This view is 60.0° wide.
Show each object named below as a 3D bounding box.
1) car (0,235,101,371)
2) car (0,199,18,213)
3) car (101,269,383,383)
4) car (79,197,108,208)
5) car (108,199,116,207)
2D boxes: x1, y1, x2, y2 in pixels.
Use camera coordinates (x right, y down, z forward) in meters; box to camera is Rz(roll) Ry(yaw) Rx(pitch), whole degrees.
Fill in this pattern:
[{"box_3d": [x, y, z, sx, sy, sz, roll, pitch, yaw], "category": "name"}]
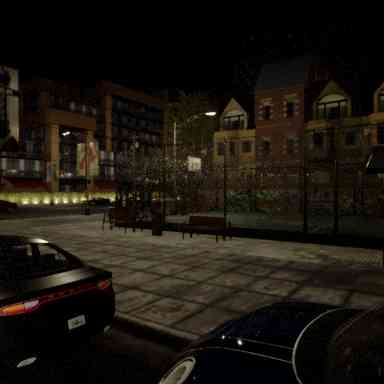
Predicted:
[{"box_3d": [-3.469, 1.480, 5.582, 5.008, 1.535, 2.097, 0, 0, 35], "category": "car"}, {"box_3d": [-20.722, 1.477, 34.359, 1.882, 1.535, 5.008, 0, 0, 35], "category": "car"}, {"box_3d": [1.858, 1.354, 1.986, 4.553, 1.767, 2.185, 0, 0, 35], "category": "car"}, {"box_3d": [-14.414, 1.491, 49.527, 2.128, 1.511, 4.902, 0, 0, 35], "category": "car"}, {"box_3d": [-9.872, 1.563, 49.919, 1.994, 1.385, 4.181, 0, 0, 35], "category": "car"}]
